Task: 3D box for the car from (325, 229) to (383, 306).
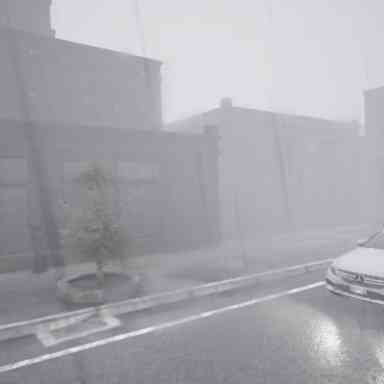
[{"bbox_3d":[4.947,1.521,7.435,4.674,1.442,1.812,0,0,-35],"label":"car"}]
